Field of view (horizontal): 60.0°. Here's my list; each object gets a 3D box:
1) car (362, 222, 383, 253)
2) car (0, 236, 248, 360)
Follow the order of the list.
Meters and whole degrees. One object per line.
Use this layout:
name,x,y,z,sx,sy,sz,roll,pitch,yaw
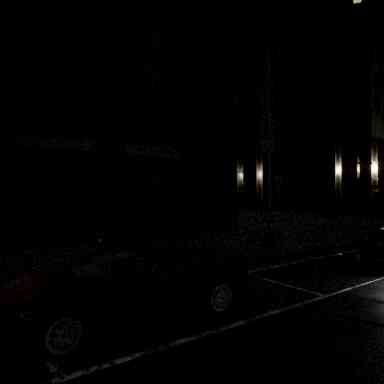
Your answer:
car,8.109,1.548,12.470,4.403,1.369,2.008,0,0,-36
car,-1.000,1.544,5.945,4.507,1.381,1.887,0,0,-36
